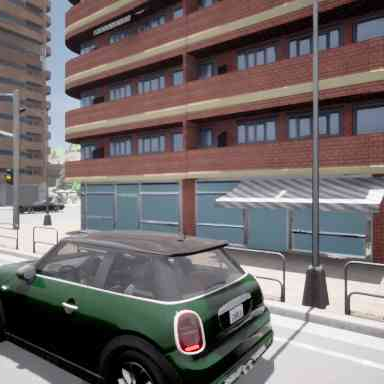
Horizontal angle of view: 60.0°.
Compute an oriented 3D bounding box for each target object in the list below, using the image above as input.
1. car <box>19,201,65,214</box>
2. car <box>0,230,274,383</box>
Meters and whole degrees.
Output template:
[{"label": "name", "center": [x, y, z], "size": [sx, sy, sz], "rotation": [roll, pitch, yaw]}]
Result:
[{"label": "car", "center": [-16.242, 1.601, 35.687], "size": [1.895, 1.301, 4.718], "rotation": [0, 0, 36]}, {"label": "car", "center": [-1.241, 1.352, 4.879], "size": [4.553, 1.767, 2.097], "rotation": [0, 0, 36]}]
